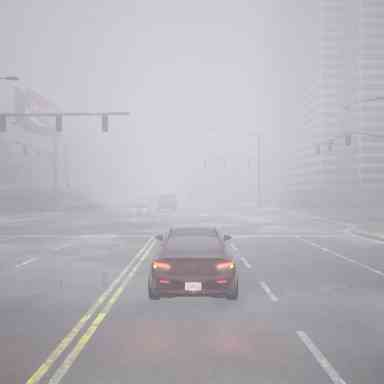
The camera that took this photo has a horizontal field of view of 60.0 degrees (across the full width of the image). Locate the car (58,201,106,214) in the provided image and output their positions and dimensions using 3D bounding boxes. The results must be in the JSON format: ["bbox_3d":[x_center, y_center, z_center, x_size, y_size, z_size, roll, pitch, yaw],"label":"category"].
[{"bbox_3d":[-11.767,1.601,35.663,4.718,1.301,1.895,0,0,-34],"label":"car"}]

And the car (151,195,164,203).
[{"bbox_3d":[-7.277,1.525,70.794,2.128,1.511,4.902,0,0,0],"label":"car"}]

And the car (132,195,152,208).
[{"bbox_3d":[-7.281,1.526,47.416,1.812,1.442,4.674,0,0,0],"label":"car"}]

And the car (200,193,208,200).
[{"bbox_3d":[3.152,1.184,88.360,2.097,1.767,4.553,0,0,0],"label":"car"}]

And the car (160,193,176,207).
[{"bbox_3d":[-3.797,1.222,53.553,2.150,2.045,5.566,0,0,0],"label":"car"}]

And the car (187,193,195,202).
[{"bbox_3d":[-0.308,1.584,78.440,1.895,1.301,4.718,0,0,0],"label":"car"}]

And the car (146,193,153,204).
[{"bbox_3d":[-7.307,1.351,59.785,2.097,1.767,4.553,0,0,0],"label":"car"}]

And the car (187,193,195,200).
[{"bbox_3d":[-0.348,1.184,88.345,2.097,1.767,4.553,0,0,0],"label":"car"}]

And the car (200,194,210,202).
[{"bbox_3d":[3.193,1.515,78.072,2.128,1.511,4.902,0,0,0],"label":"car"}]

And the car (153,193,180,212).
[{"bbox_3d":[-3.059,1.224,39.274,2.150,2.045,5.566,0,0,-9],"label":"car"}]

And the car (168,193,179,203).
[{"bbox_3d":[-3.772,1.223,69.035,2.150,2.045,5.566,0,0,0],"label":"car"}]

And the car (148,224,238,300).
[{"bbox_3d":[0.033,1.526,8.264,1.812,1.442,4.674,0,0,0],"label":"car"}]
